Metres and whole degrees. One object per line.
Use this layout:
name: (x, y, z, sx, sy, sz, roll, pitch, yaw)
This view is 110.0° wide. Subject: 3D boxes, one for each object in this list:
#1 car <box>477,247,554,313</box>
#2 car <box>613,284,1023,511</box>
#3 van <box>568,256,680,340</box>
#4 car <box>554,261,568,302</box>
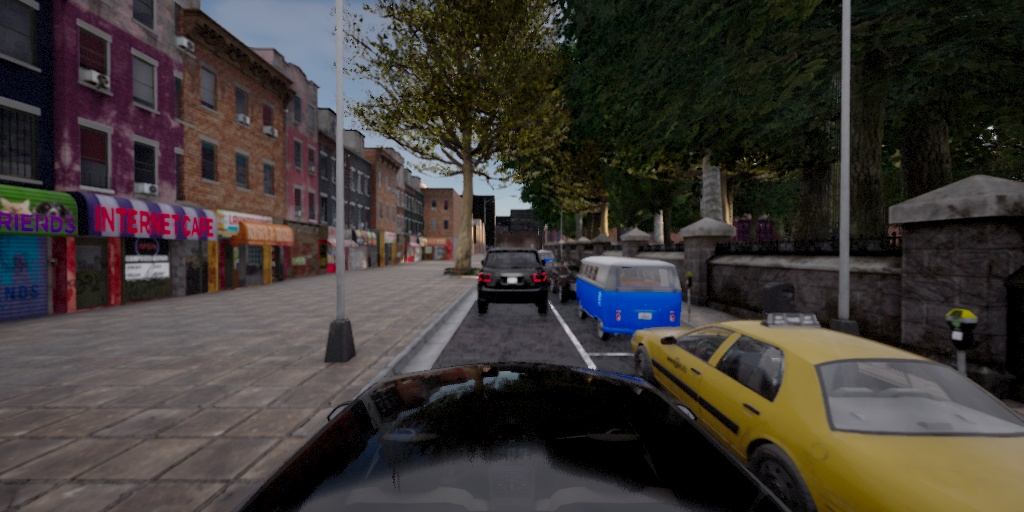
car: (0.042, 0.708, 12.732, 2.150, 2.045, 5.566, 0, 1, 1)
car: (2.638, 1.231, 3.711, 1.751, 1.417, 4.829, 0, 0, 0)
van: (2.636, 0.915, 8.989, 1.690, 1.789, 3.998, 0, 0, 0)
car: (2.634, 1.011, 14.437, 1.948, 1.339, 4.313, 0, 0, 0)
